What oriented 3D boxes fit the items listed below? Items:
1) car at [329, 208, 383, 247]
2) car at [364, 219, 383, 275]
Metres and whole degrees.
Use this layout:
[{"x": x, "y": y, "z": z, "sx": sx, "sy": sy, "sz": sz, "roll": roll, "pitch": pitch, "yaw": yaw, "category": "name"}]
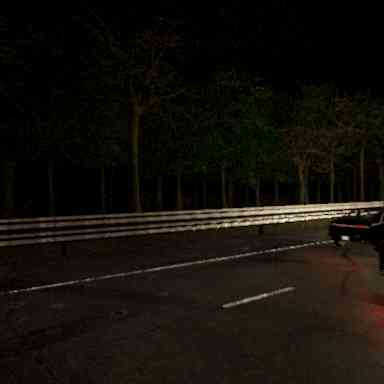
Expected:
[{"x": 7.497, "y": 1.419, "z": 13.396, "sx": 4.902, "sy": 1.511, "sz": 2.128, "roll": 0, "pitch": 0, "yaw": -36, "category": "car"}, {"x": 6.632, "y": 1.453, "z": 8.481, "sx": 4.892, "sy": 1.490, "sz": 1.837, "roll": -1, "pitch": 0, "yaw": -35, "category": "car"}]
